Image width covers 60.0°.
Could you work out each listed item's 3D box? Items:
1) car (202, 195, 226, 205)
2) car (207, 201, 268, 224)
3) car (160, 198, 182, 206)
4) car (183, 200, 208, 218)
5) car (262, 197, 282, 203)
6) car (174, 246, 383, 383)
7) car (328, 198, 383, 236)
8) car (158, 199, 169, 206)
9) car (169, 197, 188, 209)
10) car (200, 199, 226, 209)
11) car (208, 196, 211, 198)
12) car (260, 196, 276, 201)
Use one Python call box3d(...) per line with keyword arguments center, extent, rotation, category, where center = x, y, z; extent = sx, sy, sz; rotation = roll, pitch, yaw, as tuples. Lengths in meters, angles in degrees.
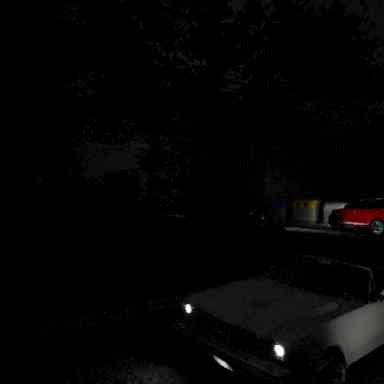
box3d(center=(4.798, 1.744, 74.668), extent=(2.435, 2.045, 5.566), rotation=(0, 0, -36), category="car")
box3d(center=(3.628, 1.594, 25.272), extent=(2.128, 1.511, 4.902), rotation=(4, -3, -33), category="car")
box3d(center=(-4.312, 2.015, 68.131), extent=(2.097, 1.535, 5.008), rotation=(0, 0, -36), category="car")
box3d(center=(1.620, 1.940, 34.247), extent=(2.128, 1.511, 4.902), rotation=(4, -3, -34), category="car")
box3d(center=(20.702, 1.989, 86.165), extent=(2.231, 1.521, 4.892), rotation=(0, 0, -36), category="car")
box3d(center=(2.086, 1.605, 5.090), extent=(4.718, 1.301, 1.895), rotation=(0, 0, -38), category="car")
box3d(center=(10.676, 1.437, 19.833), extent=(2.150, 2.045, 5.566), rotation=(4, -2, -16), category="car")
box3d(center=(-6.470, 2.022, 66.337), extent=(1.946, 1.575, 5.366), rotation=(0, 0, -36), category="car")
box3d(center=(-0.915, 1.785, 54.479), extent=(2.435, 2.045, 5.566), rotation=(0, 0, -36), category="car")
box3d(center=(3.616, 2.056, 57.719), extent=(2.002, 1.452, 4.674), rotation=(0, 0, -36), category="car")
box3d(center=(1.243, 1.774, 56.037), extent=(2.435, 2.045, 5.566), rotation=(0, 0, -36), category="car")
box3d(center=(16.957, 1.990, 67.577), extent=(1.946, 1.575, 5.366), rotation=(0, 0, -36), category="car")
